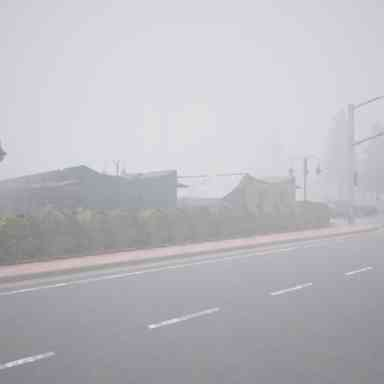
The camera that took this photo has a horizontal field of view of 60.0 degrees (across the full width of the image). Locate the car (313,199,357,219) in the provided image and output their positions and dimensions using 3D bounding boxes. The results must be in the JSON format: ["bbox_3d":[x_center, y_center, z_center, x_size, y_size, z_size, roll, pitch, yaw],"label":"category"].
[{"bbox_3d":[11.428,1.526,28.989,1.812,1.442,4.674,0,0,-37],"label":"car"}]

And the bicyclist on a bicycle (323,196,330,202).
[{"bbox_3d":[17.953,1.302,44.314,1.656,1.620,0.582,0,0,-37],"label":"bicyclist on a bicycle"}]

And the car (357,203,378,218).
[{"bbox_3d":[14.453,1.478,30.892,1.882,1.535,5.008,0,0,-39],"label":"car"}]
